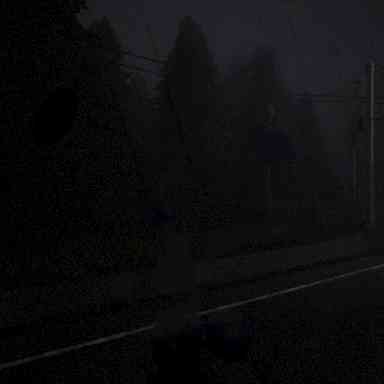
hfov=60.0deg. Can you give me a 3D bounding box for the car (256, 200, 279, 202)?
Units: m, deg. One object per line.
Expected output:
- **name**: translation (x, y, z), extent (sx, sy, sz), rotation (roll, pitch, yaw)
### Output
- **car**: translation (11.196, 1.564, 50.050), extent (1.994, 1.385, 4.181), rotation (0, 0, -38)

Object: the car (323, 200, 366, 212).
- **car**: translation (17.238, 1.547, 38.153), extent (2.033, 1.411, 5.357), rotation (0, 0, -15)

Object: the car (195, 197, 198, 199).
- **car**: translation (-0.118, 1.601, 65.234), extent (4.718, 1.301, 1.895), rotation (0, 0, 27)
